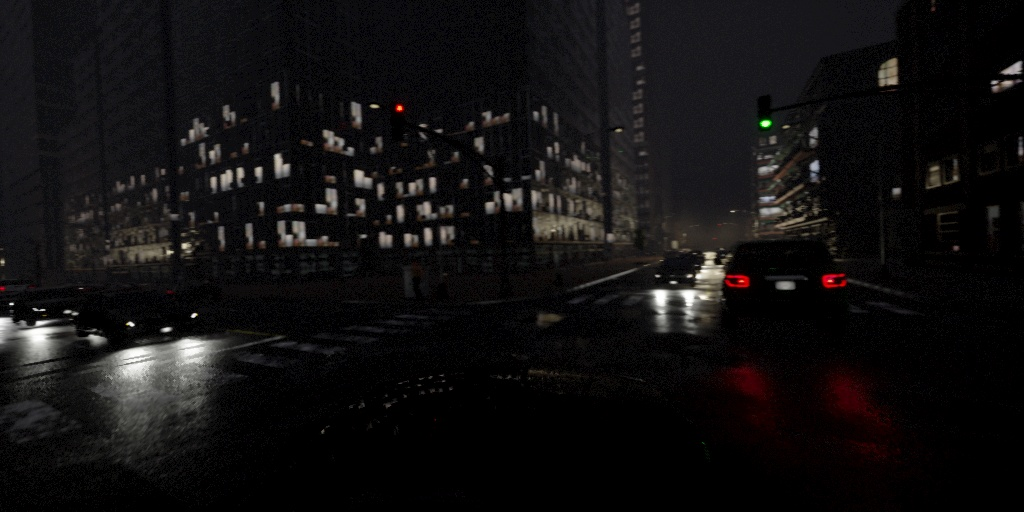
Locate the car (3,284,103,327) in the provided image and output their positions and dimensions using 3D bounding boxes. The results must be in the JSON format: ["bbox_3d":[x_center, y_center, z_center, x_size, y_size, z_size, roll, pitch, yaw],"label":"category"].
[{"bbox_3d":[-20.985,2.223,16.361,4.892,1.490,1.837,-3,0,29],"label":"car"}]

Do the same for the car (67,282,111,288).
[{"bbox_3d":[-29.827,2.721,24.530,4.718,1.301,1.895,-3,0,29],"label":"car"}]

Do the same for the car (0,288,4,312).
[{"bbox_3d":[-29.690,2.732,21.100,4.718,1.301,1.895,-3,0,29],"label":"car"}]

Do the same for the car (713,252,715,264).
[{"bbox_3d":[26.370,-0.129,44.715,1.994,1.385,4.181,-2,1,29],"label":"car"}]

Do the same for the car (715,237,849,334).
[{"bbox_3d":[6.646,0.597,9.332,2.150,2.045,5.566,-3,0,29],"label":"car"}]

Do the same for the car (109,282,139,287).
[{"bbox_3d":[-29.034,2.650,26.887,4.207,1.307,1.802,0,0,29],"label":"car"}]

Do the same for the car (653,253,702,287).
[{"bbox_3d":[8.775,0.773,19.066,2.033,1.411,5.357,-2,1,29],"label":"car"}]

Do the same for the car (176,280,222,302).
[{"bbox_3d":[-19.119,2.147,21.493,4.403,1.370,2.007,0,0,29],"label":"car"}]

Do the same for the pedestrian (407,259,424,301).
[{"bbox_3d":[-4.120,1.014,15.486,0.375,1.860,0.375,-2,2,29],"label":"pedestrian"}]

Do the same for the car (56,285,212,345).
[{"bbox_3d":[-12.369,1.859,11.673,5.357,1.411,2.033,-3,0,29],"label":"car"}]

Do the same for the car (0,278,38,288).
[{"bbox_3d":[-48.663,3.243,34.766,5.566,2.045,2.150,-2,0,29],"label":"car"}]

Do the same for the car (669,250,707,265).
[{"bbox_3d":[13.730,0.498,27.905,2.033,1.411,5.357,-2,1,30],"label":"car"}]

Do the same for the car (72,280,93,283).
[{"bbox_3d":[-33.992,2.850,29.584,4.507,1.381,1.888,0,0,29],"label":"car"}]
